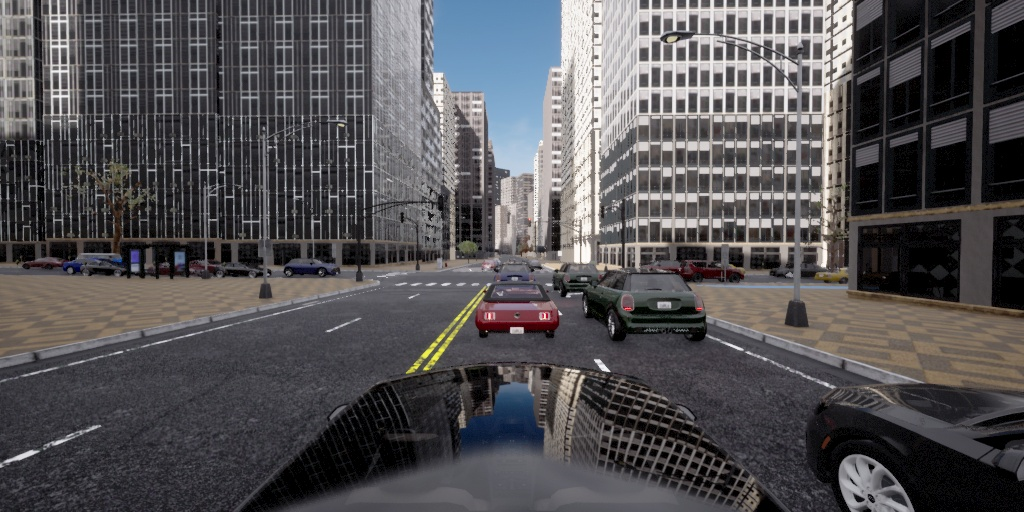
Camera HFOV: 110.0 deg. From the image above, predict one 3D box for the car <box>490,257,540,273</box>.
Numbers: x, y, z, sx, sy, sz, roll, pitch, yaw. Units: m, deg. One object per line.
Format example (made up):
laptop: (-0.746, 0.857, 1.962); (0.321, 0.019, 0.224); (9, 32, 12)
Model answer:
car: (0.130, 1.092, 19.097); (2.097, 1.767, 4.553); (0, 0, 0)

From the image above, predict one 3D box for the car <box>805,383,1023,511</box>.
car: (3.341, 1.255, 0.953); (1.837, 1.490, 4.892); (0, 0, 0)

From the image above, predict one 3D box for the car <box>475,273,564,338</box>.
car: (0.112, 1.347, 10.104); (1.895, 1.301, 4.718); (0, 0, 0)

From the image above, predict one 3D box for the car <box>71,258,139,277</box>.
car: (-34.045, 1.069, 30.527); (4.313, 1.339, 1.948); (0, 0, 1)

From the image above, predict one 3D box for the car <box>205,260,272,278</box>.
car: (-22.681, 1.174, 30.199); (4.313, 1.339, 1.948); (0, 0, 1)

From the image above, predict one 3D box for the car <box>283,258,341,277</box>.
car: (-18.178, 0.957, 32.770); (4.553, 1.767, 2.097); (1, 1, 2)

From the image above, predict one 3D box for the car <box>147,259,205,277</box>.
car: (-28.365, 1.138, 30.343); (4.207, 1.307, 1.802); (0, 0, 1)

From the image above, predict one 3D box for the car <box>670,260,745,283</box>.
car: (16.243, 1.269, 29.599); (5.009, 1.841, 2.192); (0, 0, 1)

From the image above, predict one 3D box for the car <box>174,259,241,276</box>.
car: (-27.959, 1.042, 33.027); (4.674, 1.442, 1.812); (1, 1, 1)

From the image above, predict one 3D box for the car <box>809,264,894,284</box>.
car: (27.691, 1.579, 29.380); (4.829, 1.417, 1.751); (0, 0, 1)

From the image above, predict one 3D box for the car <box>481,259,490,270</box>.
car: (-3.241, 1.241, 50.572); (1.812, 1.442, 4.674); (0, 0, 0)

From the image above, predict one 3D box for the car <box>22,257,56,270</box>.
car: (-50.902, 0.793, 39.335); (4.207, 1.307, 1.802); (0, 0, 1)

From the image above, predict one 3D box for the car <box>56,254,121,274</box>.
car: (-38.432, 0.898, 33.260); (5.008, 1.535, 1.882); (1, 1, 2)

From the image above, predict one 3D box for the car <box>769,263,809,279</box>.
car: (28.008, 1.468, 35.150); (4.892, 1.490, 1.837); (0, 1, 1)

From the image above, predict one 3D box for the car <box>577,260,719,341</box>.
car: (3.356, 1.098, 10.008); (2.097, 1.767, 4.553); (0, 0, 0)

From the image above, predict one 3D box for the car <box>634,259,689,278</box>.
car: (14.685, 1.199, 35.460); (4.553, 1.767, 2.097); (1, 1, 2)

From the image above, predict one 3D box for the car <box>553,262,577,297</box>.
car: (3.379, 1.093, 18.945); (2.097, 1.767, 4.553); (0, 0, 0)
